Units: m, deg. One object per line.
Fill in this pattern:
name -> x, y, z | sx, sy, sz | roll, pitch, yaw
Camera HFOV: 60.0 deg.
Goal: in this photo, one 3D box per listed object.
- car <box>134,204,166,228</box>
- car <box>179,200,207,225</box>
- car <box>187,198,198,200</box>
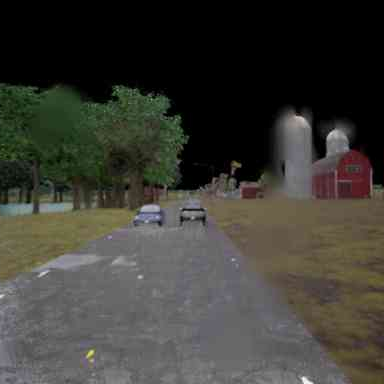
car -> -2.820, 1.594, 23.091 | 1.812, 1.442, 4.674 | 0, 0, 0
car -> 0.071, 1.573, 24.956 | 2.128, 1.511, 4.902 | 0, 0, 0
car -> 0.093, 1.560, 43.644 | 2.097, 1.767, 4.553 | 0, 0, 0
